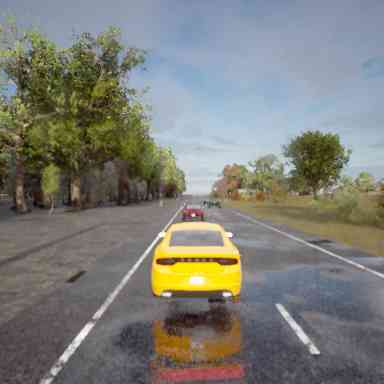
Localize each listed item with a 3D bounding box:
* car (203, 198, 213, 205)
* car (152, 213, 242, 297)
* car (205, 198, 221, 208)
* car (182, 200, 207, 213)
[{"bbox_3d":[3.526,2.043,73.218,1.994,1.385,4.181,0,0,0],"label":"car"},{"bbox_3d":[0.099,1.536,8.753,1.882,1.535,5.008,0,0,0],"label":"car"},{"bbox_3d":[3.616,1.722,55.349,2.097,1.767,4.553,0,0,0],"label":"car"},{"bbox_3d":[0.108,1.720,29.283,1.812,1.442,4.674,0,0,0],"label":"car"}]
